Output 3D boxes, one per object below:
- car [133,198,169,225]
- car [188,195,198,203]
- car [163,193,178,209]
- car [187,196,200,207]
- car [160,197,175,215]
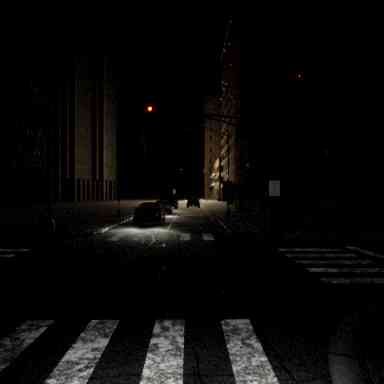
[{"bbox_3d":[-3.056,1.479,24.395,1.882,1.535,5.008,0,0,0],"label":"car"},{"bbox_3d":[0.213,1.476,67.871,1.882,1.535,5.008,0,0,0],"label":"car"},{"bbox_3d":[-3.007,1.222,45.069,2.150,2.045,5.566,0,0,1],"label":"car"},{"bbox_3d":[0.195,1.526,49.550,1.812,1.442,4.674,0,0,0],"label":"car"},{"bbox_3d":[-3.040,1.527,34.359,1.812,1.442,4.674,0,0,0],"label":"car"}]
